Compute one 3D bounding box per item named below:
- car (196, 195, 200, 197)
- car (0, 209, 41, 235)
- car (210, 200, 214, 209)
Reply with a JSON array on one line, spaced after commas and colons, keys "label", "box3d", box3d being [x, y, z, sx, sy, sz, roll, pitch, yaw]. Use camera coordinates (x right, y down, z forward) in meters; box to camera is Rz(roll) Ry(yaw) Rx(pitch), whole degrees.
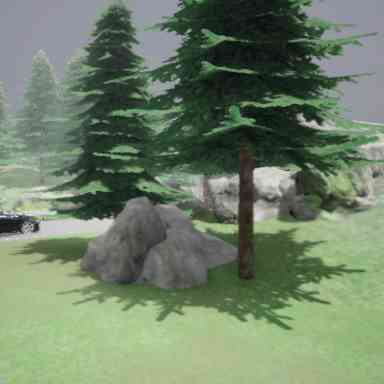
[{"label": "car", "box3d": [0.100, 1.379, 65.954, 5.008, 1.535, 1.882, 0, -2, 35]}, {"label": "car", "box3d": [-10.015, 1.496, 16.392, 2.128, 1.511, 4.902, 0, -1, 35]}, {"label": "car", "box3d": [3.038, 1.497, 41.985, 1.994, 1.385, 4.181, 0, 0, 22]}]
